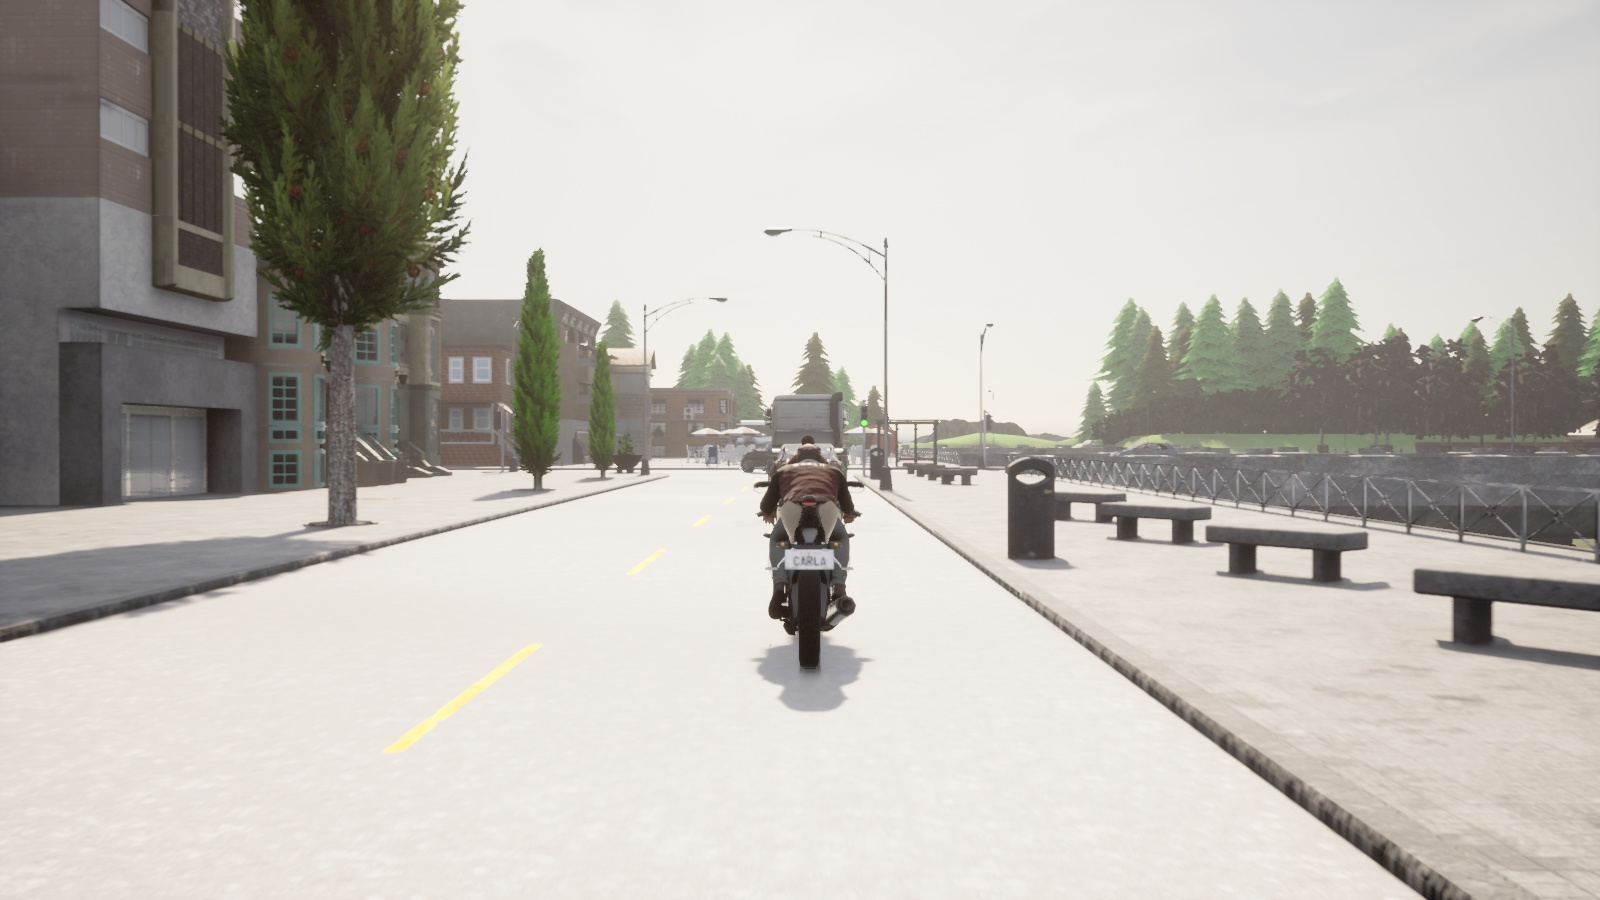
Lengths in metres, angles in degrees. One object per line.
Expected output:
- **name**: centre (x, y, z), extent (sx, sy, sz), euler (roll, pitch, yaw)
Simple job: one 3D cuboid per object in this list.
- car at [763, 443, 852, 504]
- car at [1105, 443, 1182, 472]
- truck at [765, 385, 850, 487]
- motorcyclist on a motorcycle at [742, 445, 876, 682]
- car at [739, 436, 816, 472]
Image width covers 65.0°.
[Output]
- **car**: centre (0.197, 0.561, 32.939), extent (2.163, 1.488, 4.792), euler (0, 0, 0)
- **car**: centre (18.308, 0.397, 67.021), extent (3.633, 1.501, 1.845), euler (0, 0, 0)
- **truck**: centre (0.274, -0.498, 46.602), extent (2.891, 3.462, 7.936), euler (0, 0, 0)
- **motorcyclist on a motorcycle**: centre (0.066, 0.730, 9.215), extent (0.866, 1.530, 2.191), euler (0, 0, 0)
- **car**: centre (-1.160, 0.179, 61.190), extent (2.152, 1.651, 5.027), euler (0, 0, -21)
